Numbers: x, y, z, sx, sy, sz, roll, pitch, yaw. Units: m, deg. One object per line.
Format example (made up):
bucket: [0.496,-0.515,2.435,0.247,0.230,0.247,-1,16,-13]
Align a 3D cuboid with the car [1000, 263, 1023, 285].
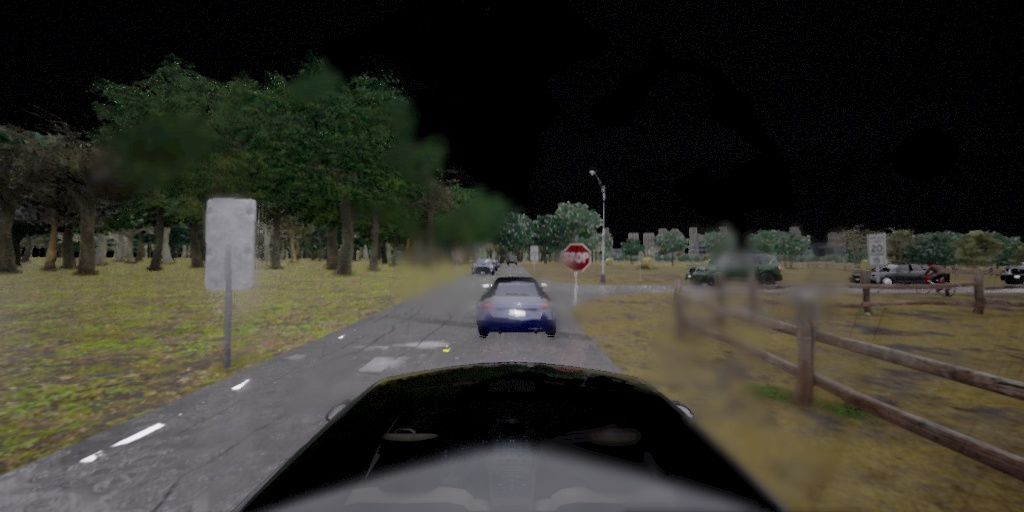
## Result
car: [35.123,0.978,22.949,5.566,2.045,2.150,0,-1,1]

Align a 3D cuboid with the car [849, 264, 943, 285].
car: [24.452,1.246,22.914,4.892,1.490,1.837,0,-1,-1]

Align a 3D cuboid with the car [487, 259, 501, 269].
car: [-2.805,1.242,57.458,1.994,1.385,4.181,0,0,0]

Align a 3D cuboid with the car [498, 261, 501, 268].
car: [-2.815,1.132,46.412,1.882,1.535,5.008,0,0,0]

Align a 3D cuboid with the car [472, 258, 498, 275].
car: [-2.795,0.998,36.401,2.097,1.767,4.553,0,0,-1]

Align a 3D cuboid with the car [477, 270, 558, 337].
car: [0.112,1.277,10.227,1.994,1.385,4.181,0,0,-1]

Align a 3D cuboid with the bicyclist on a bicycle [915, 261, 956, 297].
bicyclist on a bicycle: [19.921,1.082,16.921,0.582,1.620,1.656,0,0,0]

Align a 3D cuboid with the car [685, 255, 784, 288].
car: [14.112,0.948,22.873,5.566,2.045,2.150,0,-1,-1]
